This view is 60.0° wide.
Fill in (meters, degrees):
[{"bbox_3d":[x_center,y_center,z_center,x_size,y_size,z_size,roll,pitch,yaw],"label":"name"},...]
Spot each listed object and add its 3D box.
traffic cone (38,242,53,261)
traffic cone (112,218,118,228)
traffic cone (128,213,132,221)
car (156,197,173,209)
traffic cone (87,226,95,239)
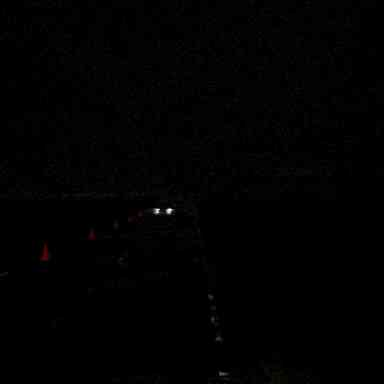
[{"bbox_3d":[-4.825,1.946,10.973,0.340,0.580,0.340,0,0,0],"label":"traffic cone"},{"bbox_3d":[-4.825,1.937,20.973,0.340,0.580,0.340,0,0,0],"label":"traffic cone"},{"bbox_3d":[-4.825,1.932,25.974,0.340,0.580,0.340,0,0,0],"label":"traffic cone"},{"bbox_3d":[-3.707,1.434,45.922,1.882,1.535,5.008,0,0,-1],"label":"car"},{"bbox_3d":[-4.825,1.942,15.974,0.340,0.580,0.340,0,0,0],"label":"traffic cone"}]
